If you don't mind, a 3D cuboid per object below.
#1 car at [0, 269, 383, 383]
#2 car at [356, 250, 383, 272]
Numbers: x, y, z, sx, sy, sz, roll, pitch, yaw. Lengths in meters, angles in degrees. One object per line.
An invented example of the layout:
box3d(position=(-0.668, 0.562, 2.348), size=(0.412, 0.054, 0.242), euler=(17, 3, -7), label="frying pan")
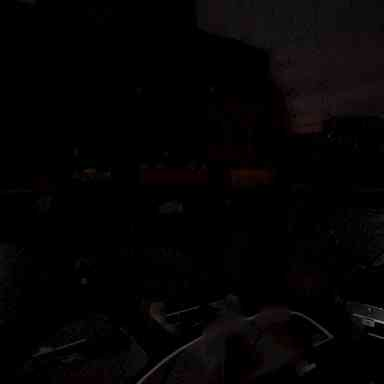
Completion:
box3d(position=(-0.251, 1.550, 2.656), size=(4.403, 1.369, 2.008), euler=(0, -2, -35), label="car")
box3d(position=(4.188, 1.549, 5.817), size=(4.403, 1.369, 2.008), euler=(0, -2, -35), label="car")
